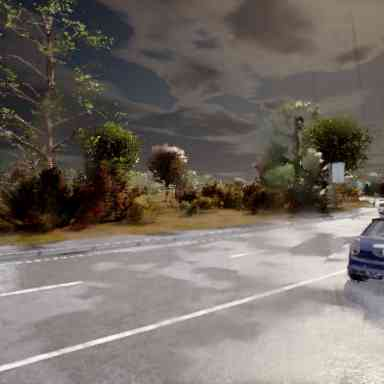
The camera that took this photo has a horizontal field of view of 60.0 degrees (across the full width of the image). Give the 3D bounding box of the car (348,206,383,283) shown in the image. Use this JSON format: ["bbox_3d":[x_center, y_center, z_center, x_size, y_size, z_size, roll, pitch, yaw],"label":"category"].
[{"bbox_3d":[5.990,1.354,8.629,4.553,1.767,2.097,0,0,-39],"label":"car"}]

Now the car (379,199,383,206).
[{"bbox_3d":[19.842,1.218,32.423,2.150,2.045,5.566,0,0,40],"label":"car"}]
